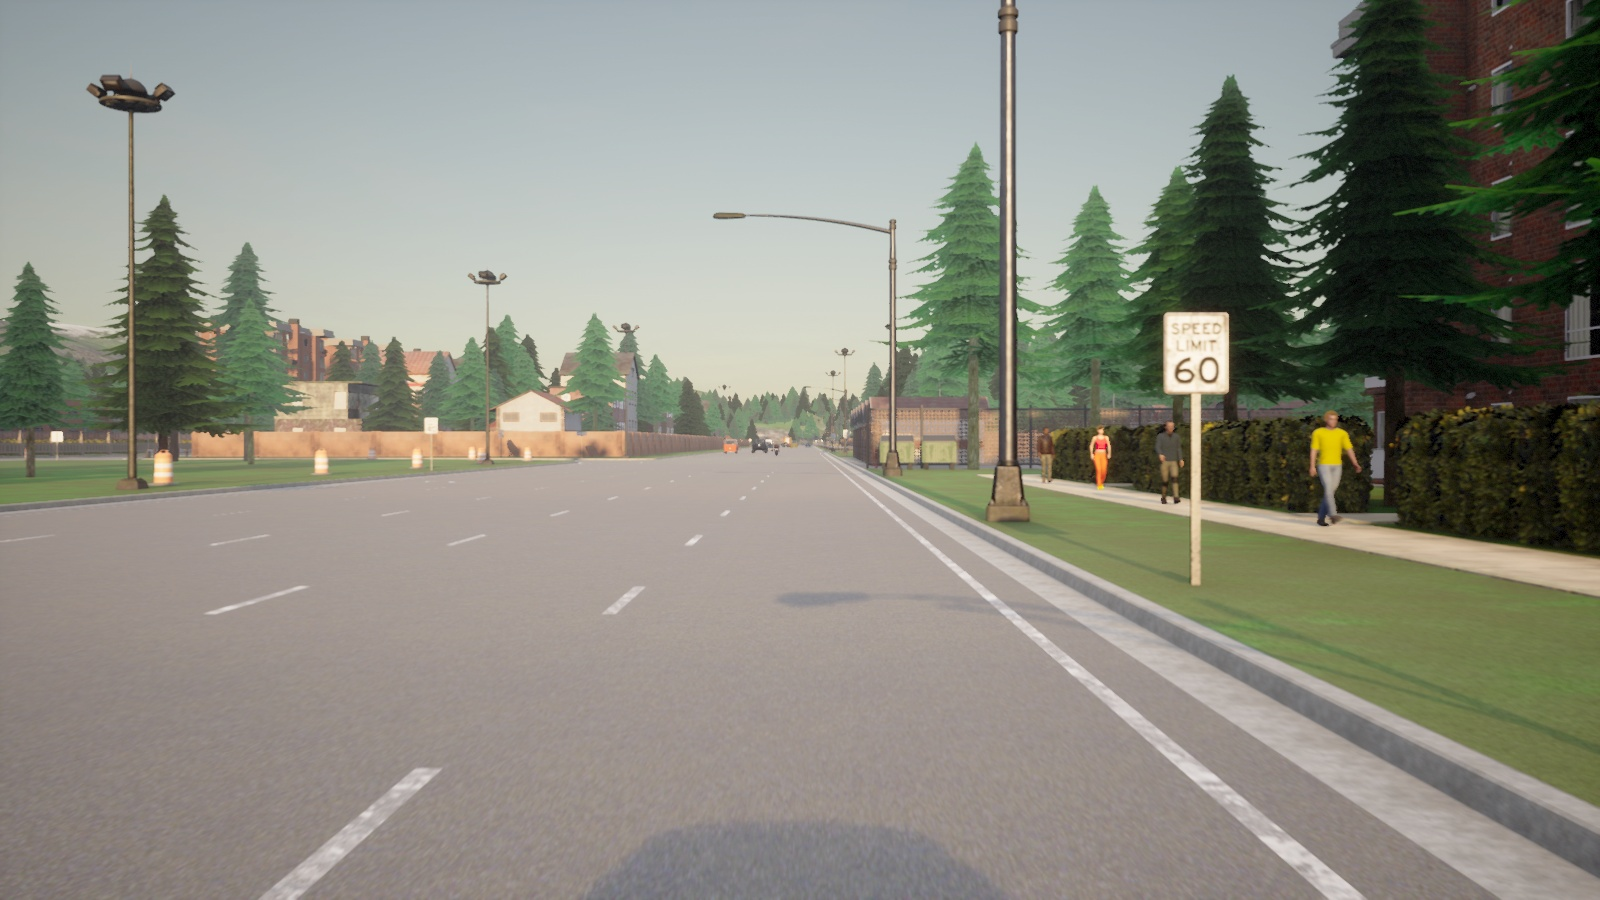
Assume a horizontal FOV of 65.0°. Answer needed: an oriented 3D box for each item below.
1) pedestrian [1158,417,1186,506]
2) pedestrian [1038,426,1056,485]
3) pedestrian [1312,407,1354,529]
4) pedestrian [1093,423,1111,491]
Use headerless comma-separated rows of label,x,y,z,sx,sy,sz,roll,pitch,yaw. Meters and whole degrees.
pedestrian,7.773,0.235,26.239,0.402,1.842,0.726,0,0,3
pedestrian,7.780,0.160,39.553,0.431,1.840,0.703,0,0,1
pedestrian,8.195,0.274,19.328,0.354,1.836,0.706,0,0,1
pedestrian,8.292,0.189,34.528,0.345,1.836,0.594,0,0,0
